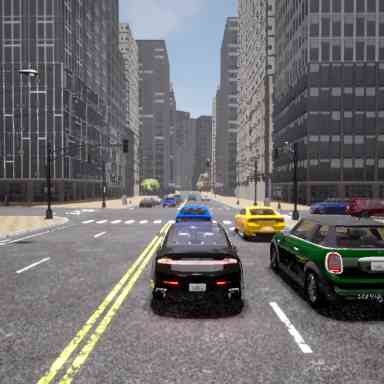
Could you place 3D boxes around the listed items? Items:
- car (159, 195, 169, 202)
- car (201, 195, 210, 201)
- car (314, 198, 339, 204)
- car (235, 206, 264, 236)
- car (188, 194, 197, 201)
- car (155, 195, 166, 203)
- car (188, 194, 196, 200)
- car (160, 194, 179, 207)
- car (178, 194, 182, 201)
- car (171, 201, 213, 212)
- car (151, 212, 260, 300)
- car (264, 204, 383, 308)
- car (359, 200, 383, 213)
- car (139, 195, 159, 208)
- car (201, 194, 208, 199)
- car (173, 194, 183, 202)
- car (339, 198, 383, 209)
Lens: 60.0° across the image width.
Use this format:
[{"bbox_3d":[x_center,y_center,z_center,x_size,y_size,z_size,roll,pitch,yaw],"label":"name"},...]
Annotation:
[{"bbox_3d":[-6.437,1.482,78.022,1.994,1.385,4.181,0,0,0],"label":"car"},{"bbox_3d":[3.317,1.513,80.698,1.895,1.301,4.718,0,0,0],"label":"car"},{"bbox_3d":[14.913,1.450,35.256,4.553,1.767,2.097,1,1,1],"label":"car"},{"bbox_3d":[3.363,1.469,17.256,1.882,1.535,5.008,0,0,0],"label":"car"},{"bbox_3d":[0.067,1.273,80.641,2.097,1.767,4.553,0,0,0],"label":"car"},{"bbox_3d":[-6.453,1.448,68.043,1.837,1.490,4.892,0,0,0],"label":"car"},{"bbox_3d":[0.075,1.267,90.673,2.128,1.511,4.902,0,0,0],"label":"car"},{"bbox_3d":[-3.299,1.491,49.564,1.812,1.442,4.674,0,0,0],"label":"car"},{"bbox_3d":[-3.277,1.519,58.309,1.994,1.385,4.181,0,0,1],"label":"car"},{"bbox_3d":[0.118,1.468,17.868,1.882,1.535,5.008,0,0,1],"label":"car"},{"bbox_3d":[0.105,1.488,8.364,2.128,1.511,4.902,0,0,0],"label":"car"},{"bbox_3d":[3.356,1.348,8.076,2.097,1.767,4.553,0,0,0],"label":"car"},{"bbox_3d":[21.841,1.642,37.734,4.829,1.417,1.752,1,0,1],"label":"car"},{"bbox_3d":[-6.545,1.513,49.135,2.033,1.411,5.357,0,0,0],"label":"car"},{"bbox_3d":[3.325,1.337,90.700,1.895,1.301,4.718,0,0,0],"label":"car"},{"bbox_3d":[-3.187,1.286,77.187,2.097,1.767,4.553,0,0,0],"label":"car"},{"bbox_3d":[16.225,1.519,29.452,5.009,1.841,2.192,1,0,1],"label":"car"}]
